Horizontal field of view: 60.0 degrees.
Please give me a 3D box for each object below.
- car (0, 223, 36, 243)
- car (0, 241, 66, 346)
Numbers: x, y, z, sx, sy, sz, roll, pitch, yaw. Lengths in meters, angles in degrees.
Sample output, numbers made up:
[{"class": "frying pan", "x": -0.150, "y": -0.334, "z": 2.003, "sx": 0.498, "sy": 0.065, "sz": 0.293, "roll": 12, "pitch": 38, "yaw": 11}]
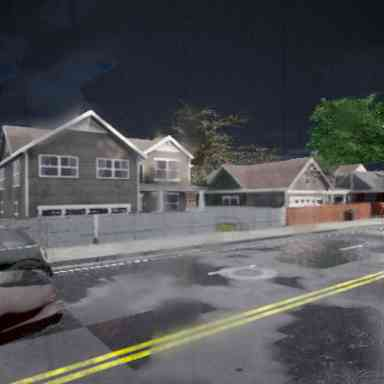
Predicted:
[{"class": "car", "x": -5.705, "y": 1.597, "z": 7.536, "sx": 4.553, "sy": 1.767, "sz": 2.097, "roll": 0, "pitch": -2, "yaw": -36}, {"class": "car", "x": -4.572, "y": 1.709, "z": 4.330, "sx": 5.357, "sy": 1.411, "sz": 2.033, "roll": 0, "pitch": -2, "yaw": -37}]
